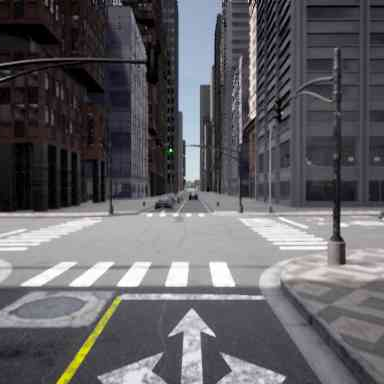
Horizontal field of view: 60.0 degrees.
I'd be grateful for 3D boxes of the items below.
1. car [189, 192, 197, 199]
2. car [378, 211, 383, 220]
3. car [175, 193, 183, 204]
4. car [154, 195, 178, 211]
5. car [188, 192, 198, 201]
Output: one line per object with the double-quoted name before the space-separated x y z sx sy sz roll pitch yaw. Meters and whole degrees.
"car" 0.316 0.743 77.048 1.837 1.490 4.892 0 0 0
"car" 14.639 1.275 20.649 5.357 1.411 2.033 0 1 0
"car" -2.888 1.159 51.584 1.994 1.385 4.181 0 0 1
"car" -2.979 1.309 36.719 1.895 1.301 4.718 0 0 2
"car" 0.263 0.962 66.623 1.882 1.535 5.008 0 0 0
